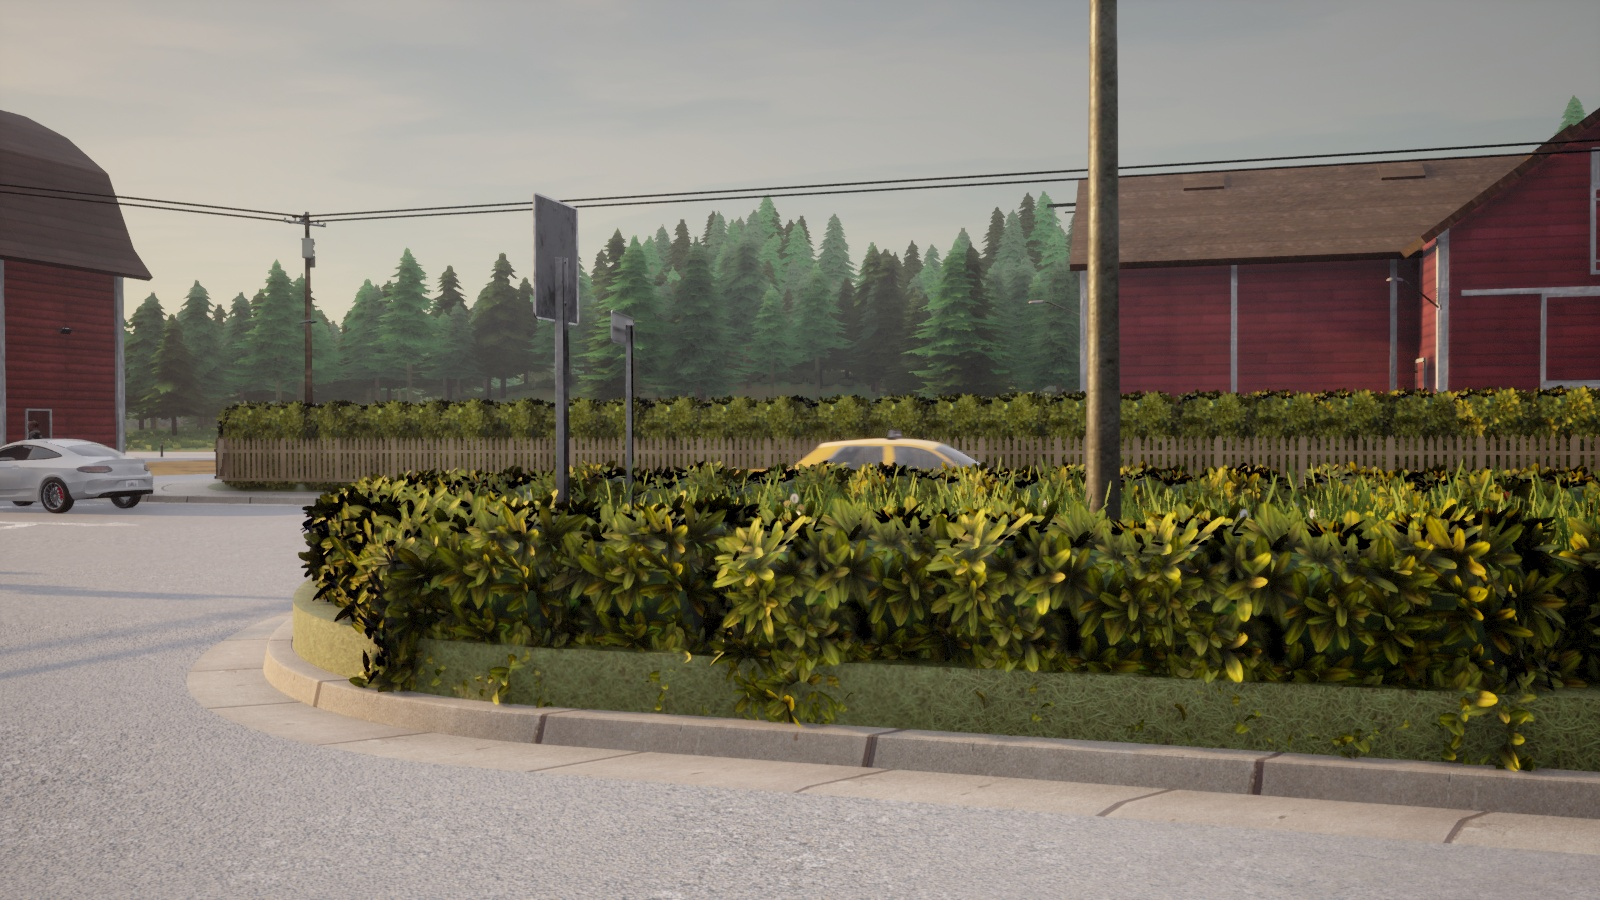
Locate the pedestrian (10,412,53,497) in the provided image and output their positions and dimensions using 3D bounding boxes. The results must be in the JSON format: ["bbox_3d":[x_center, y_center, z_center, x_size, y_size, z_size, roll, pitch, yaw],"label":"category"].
[{"bbox_3d":[-16.986,0.101,27.768,0.720,1.854,0.376,0,1,-16],"label":"pedestrian"}]

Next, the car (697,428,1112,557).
[{"bbox_3d":[1.436,0.497,17.079,5.366,1.575,1.801,0,1,16],"label":"car"}]

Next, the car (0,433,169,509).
[{"bbox_3d":[-15.440,0.383,25.649,4.674,1.442,1.812,1,1,19],"label":"car"}]
